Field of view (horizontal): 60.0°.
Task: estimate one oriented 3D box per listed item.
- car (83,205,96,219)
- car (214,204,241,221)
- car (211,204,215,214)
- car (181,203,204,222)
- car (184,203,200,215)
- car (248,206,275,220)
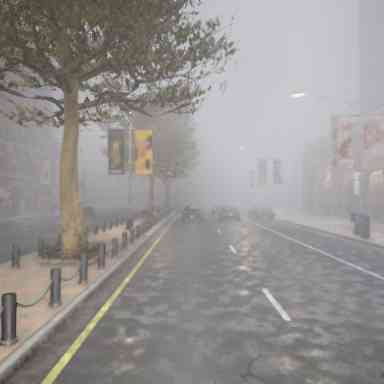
[{"bbox_3d":[-11.505,2.023,34.622,2.033,1.411,5.357,0,-1,0],"label":"car"},{"bbox_3d":[3.506,2.002,31.908,1.994,1.385,4.181,0,-1,1],"label":"car"},{"bbox_3d":[3.521,2.194,43.288,1.895,1.301,4.718,0,-1,1],"label":"car"},{"bbox_3d":[0.005,1.934,31.304,1.837,1.490,4.892,0,-1,0],"label":"car"},{"bbox_3d":[0.026,2.160,43.503,1.994,1.385,4.181,0,-1,1],"label":"car"},{"bbox_3d":[6.746,2.046,32.898,1.895,1.301,4.718,0,-1,0],"label":"car"}]
